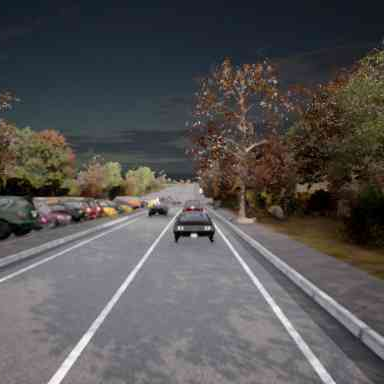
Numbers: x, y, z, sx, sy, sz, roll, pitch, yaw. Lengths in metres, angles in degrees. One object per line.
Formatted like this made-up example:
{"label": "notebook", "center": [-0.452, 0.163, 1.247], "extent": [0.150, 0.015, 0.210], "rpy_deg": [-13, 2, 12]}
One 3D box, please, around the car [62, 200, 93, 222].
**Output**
{"label": "car", "center": [-10.306, 1.598, 24.557], "extent": [5.008, 1.535, 2.097], "rpy_deg": [0, -1, 0]}

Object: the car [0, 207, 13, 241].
{"label": "car", "center": [-10.346, 1.495, 13.479], "extent": [4.792, 1.488, 2.163], "rpy_deg": [0, 0, 0]}

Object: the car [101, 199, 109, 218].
{"label": "car", "center": [-10.278, 1.554, 30.111], "extent": [4.553, 1.767, 2.185], "rpy_deg": [0, -1, 0]}

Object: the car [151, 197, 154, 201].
{"label": "car", "center": [-10.480, 2.185, 63.412], "extent": [5.366, 1.575, 1.946], "rpy_deg": [0, -1, 0]}

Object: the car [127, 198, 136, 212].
{"label": "car", "center": [-10.119, 1.839, 41.212], "extent": [5.366, 1.575, 1.946], "rpy_deg": [0, -1, 0]}

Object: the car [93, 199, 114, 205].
{"label": "car", "center": [-23.358, 2.758, 88.265], "extent": [5.008, 1.535, 2.097], "rpy_deg": [0, -1, 0]}

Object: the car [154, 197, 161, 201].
{"label": "car", "center": [-10.105, 2.371, 71.735], "extent": [5.366, 1.575, 1.946], "rpy_deg": [0, -1, 0]}

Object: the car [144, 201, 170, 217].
{"label": "car", "center": [-3.372, 1.840, 34.248], "extent": [1.895, 1.301, 4.718], "rpy_deg": [0, -1, 0]}

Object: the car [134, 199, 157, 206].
{"label": "car", "center": [-10.295, 2.440, 74.510], "extent": [4.892, 1.521, 2.231], "rpy_deg": [0, -1, 0]}

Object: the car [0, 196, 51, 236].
{"label": "car", "center": [-10.344, 1.225, 16.233], "extent": [5.566, 2.045, 2.435], "rpy_deg": [0, -1, 0]}

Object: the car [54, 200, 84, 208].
{"label": "car", "center": [-23.403, 2.215, 63.340], "extent": [4.792, 1.488, 2.163], "rpy_deg": [0, -1, 0]}

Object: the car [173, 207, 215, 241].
{"label": "car", "center": [0.094, 1.657, 17.005], "extent": [1.895, 1.301, 4.718], "rpy_deg": [0, 0, 0]}

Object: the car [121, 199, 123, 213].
{"label": "car", "center": [-10.301, 1.762, 35.661], "extent": [4.892, 1.521, 2.231], "rpy_deg": [0, -1, 0]}

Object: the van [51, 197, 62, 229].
{"label": "van", "center": [-10.198, 1.291, 19.009], "extent": [4.442, 1.987, 1.878], "rpy_deg": [0, -1, 0]}

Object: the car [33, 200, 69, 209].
{"label": "car", "center": [-23.383, 2.045, 55.164], "extent": [5.008, 1.535, 2.097], "rpy_deg": [0, -1, 0]}

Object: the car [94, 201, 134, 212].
{"label": "car", "center": [-10.274, 1.912, 43.988], "extent": [4.792, 1.488, 2.163], "rpy_deg": [0, -1, 0]}

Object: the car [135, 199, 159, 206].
{"label": "car", "center": [-10.473, 2.501, 77.286], "extent": [5.366, 1.575, 1.946], "rpy_deg": [0, -1, 0]}

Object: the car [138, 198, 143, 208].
{"label": "car", "center": [-10.271, 1.994, 49.540], "extent": [4.792, 1.488, 2.163], "rpy_deg": [0, -1, 0]}

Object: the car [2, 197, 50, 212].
{"label": "car", "center": [-23.353, 1.672, 46.859], "extent": [5.566, 2.045, 2.435], "rpy_deg": [0, -1, 0]}

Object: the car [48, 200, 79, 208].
{"label": "car", "center": [-23.404, 2.164, 60.701], "extent": [4.792, 1.488, 2.163], "rpy_deg": [0, -1, 0]}

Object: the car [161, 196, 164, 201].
{"label": "car", "center": [-10.315, 2.318, 80.068], "extent": [5.566, 2.045, 2.435], "rpy_deg": [0, -1, 0]}

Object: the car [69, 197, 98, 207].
{"label": "car", "center": [-23.399, 2.122, 71.779], "extent": [5.566, 2.045, 2.435], "rpy_deg": [0, -1, 0]}

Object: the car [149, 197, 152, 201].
{"label": "car", "center": [-10.289, 2.136, 60.644], "extent": [4.892, 1.521, 2.231], "rpy_deg": [0, -1, 0]}

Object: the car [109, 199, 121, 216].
{"label": "car", "center": [-10.123, 1.717, 32.885], "extent": [5.366, 1.575, 1.946], "rpy_deg": [0, -1, 0]}

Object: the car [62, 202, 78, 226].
{"label": "car", "center": [-10.316, 1.597, 21.781], "extent": [4.674, 1.452, 2.002], "rpy_deg": [0, -1, 0]}

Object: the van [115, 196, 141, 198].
{"label": "van", "center": [-10.416, 1.779, 52.319], "extent": [4.442, 1.987, 1.878], "rpy_deg": [0, -1, 0]}

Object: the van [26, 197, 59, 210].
{"label": "van", "center": [-23.495, 1.778, 52.398], "extent": [4.442, 1.987, 1.878], "rpy_deg": [0, -1, 0]}

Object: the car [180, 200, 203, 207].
{"label": "car", "center": [0.074, 1.598, 34.706], "extent": [2.097, 1.767, 4.553], "rpy_deg": [0, -1, 0]}

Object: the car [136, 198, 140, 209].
{"label": "car", "center": [-10.273, 1.953, 46.764], "extent": [4.792, 1.488, 2.163], "rpy_deg": [0, -1, 0]}

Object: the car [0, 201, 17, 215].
{"label": "car", "center": [-23.380, 1.801, 38.545], "extent": [5.008, 1.535, 2.097], "rpy_deg": [0, -1, 0]}

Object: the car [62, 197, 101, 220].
{"label": "car", "center": [-10.279, 1.513, 27.335], "extent": [4.553, 1.767, 2.185], "rpy_deg": [0, -1, 0]}

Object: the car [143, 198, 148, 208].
{"label": "car", "center": [-10.327, 2.075, 55.092], "extent": [4.792, 1.488, 2.163], "rpy_deg": [0, -1, 0]}

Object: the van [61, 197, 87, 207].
{"label": "van", "center": [-23.490, 2.018, 66.116], "extent": [4.442, 1.987, 1.878], "rpy_deg": [0, -1, 0]}

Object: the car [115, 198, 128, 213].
{"label": "car", "center": [-10.312, 1.802, 38.437], "extent": [4.892, 1.521, 2.231], "rpy_deg": [0, -1, 0]}

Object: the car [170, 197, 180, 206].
{"label": "car", "center": [-3.410, 2.293, 74.701], "extent": [1.882, 1.535, 5.008], "rpy_deg": [0, -1, 0]}

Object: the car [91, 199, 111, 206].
{"label": "car", "center": [-23.395, 2.568, 85.497], "extent": [4.553, 1.767, 2.185], "rpy_deg": [0, -1, 0]}

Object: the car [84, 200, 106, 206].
{"label": "car", "center": [-23.364, 2.608, 80.079], "extent": [4.674, 1.452, 2.002], "rpy_deg": [0, -1, 0]}

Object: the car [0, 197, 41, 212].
{"label": "car", "center": [-23.355, 1.631, 44.089], "extent": [5.566, 2.045, 2.435], "rpy_deg": [0, -1, 0]}

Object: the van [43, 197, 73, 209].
{"label": "van", "center": [-23.268, 1.863, 57.953], "extent": [4.442, 1.987, 1.878], "rpy_deg": [0, -1, 0]}

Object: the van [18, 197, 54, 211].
{"label": "van", "center": [-23.263, 1.738, 49.628], "extent": [4.442, 1.987, 1.878], "rpy_deg": [0, -1, 0]}
